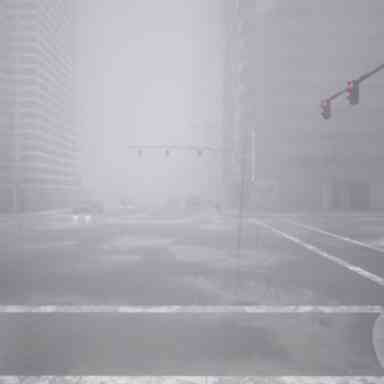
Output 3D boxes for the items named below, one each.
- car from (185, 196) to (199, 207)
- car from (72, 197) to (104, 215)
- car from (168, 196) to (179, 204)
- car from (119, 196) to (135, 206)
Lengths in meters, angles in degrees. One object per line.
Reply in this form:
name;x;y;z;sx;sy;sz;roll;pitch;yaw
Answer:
car;0.067;1.336;51.153;2.097;1.767;4.553;0;0;0
car;-10.622;1.537;34.321;2.033;1.411;5.357;0;0;0
car;-3.543;1.472;63.276;2.128;1.511;4.902;0;0;0
car;-10.608;1.489;54.655;1.837;1.490;4.892;0;0;0
